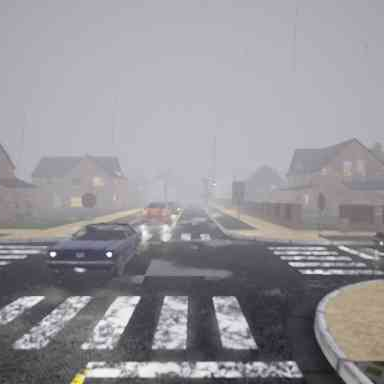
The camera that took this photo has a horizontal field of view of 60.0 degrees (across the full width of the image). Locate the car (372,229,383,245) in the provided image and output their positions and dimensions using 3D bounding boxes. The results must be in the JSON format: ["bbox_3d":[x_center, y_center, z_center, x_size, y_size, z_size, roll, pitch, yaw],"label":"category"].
[{"bbox_3d":[10.373,1.715,13.469,5.357,1.411,2.033,0,0,2],"label":"car"}]

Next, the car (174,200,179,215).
[{"bbox_3d":[-2.848,1.915,40.044,1.812,1.442,4.674,0,-1,0],"label":"car"}]

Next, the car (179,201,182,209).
[{"bbox_3d":[-2.772,2.174,58.683,2.033,1.411,5.357,0,-1,0],"label":"car"}]

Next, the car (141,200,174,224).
[{"bbox_3d":[-2.853,1.596,27.194,2.097,1.767,4.553,0,-1,0],"label":"car"}]

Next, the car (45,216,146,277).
[{"bbox_3d":[-2.845,1.685,10.664,1.895,1.301,4.718,0,0,0],"label":"car"}]
